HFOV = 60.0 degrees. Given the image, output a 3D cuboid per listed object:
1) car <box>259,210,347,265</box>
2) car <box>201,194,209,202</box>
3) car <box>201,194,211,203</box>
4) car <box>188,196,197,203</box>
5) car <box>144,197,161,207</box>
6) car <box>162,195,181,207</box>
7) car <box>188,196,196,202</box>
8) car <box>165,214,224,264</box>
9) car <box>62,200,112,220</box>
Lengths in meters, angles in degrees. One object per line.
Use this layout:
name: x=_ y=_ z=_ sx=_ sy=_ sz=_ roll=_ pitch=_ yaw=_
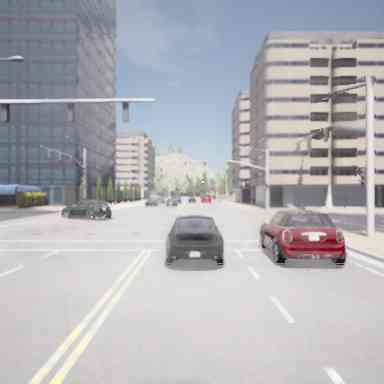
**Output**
car: x=3.789 y=1.413 z=12.152 sx=2.097 sy=1.767 sz=4.553 roll=0 pitch=0 yaw=3
car: x=3.536 y=1.587 z=90.903 sx=2.150 sy=2.045 sz=5.566 roll=0 pitch=0 yaw=0
car: x=3.532 y=1.622 z=80.648 sx=2.150 sy=2.045 sz=5.566 roll=0 pitch=0 yaw=0
car: x=0.033 y=1.933 z=81.755 sx=1.812 sy=1.442 sz=4.674 roll=0 pitch=0 yaw=0
car: x=-7.028 y=1.855 z=57.918 sx=1.994 sy=1.385 sz=4.181 roll=0 pitch=0 yaw=1
car: x=-3.527 y=1.782 z=57.979 sx=2.128 sy=1.511 sz=4.902 roll=0 pitch=0 yaw=0
car: x=0.036 y=1.887 z=90.874 sx=2.128 sy=1.511 sz=4.902 roll=0 pitch=0 yaw=0
car: x=0.091 y=1.565 z=11.991 sx=1.837 sy=1.490 sz=4.892 roll=0 pitch=0 yaw=0
car: x=-9.395 y=1.501 z=29.545 sx=4.553 sy=1.767 sz=2.097 roll=0 pitch=0 yaw=29
